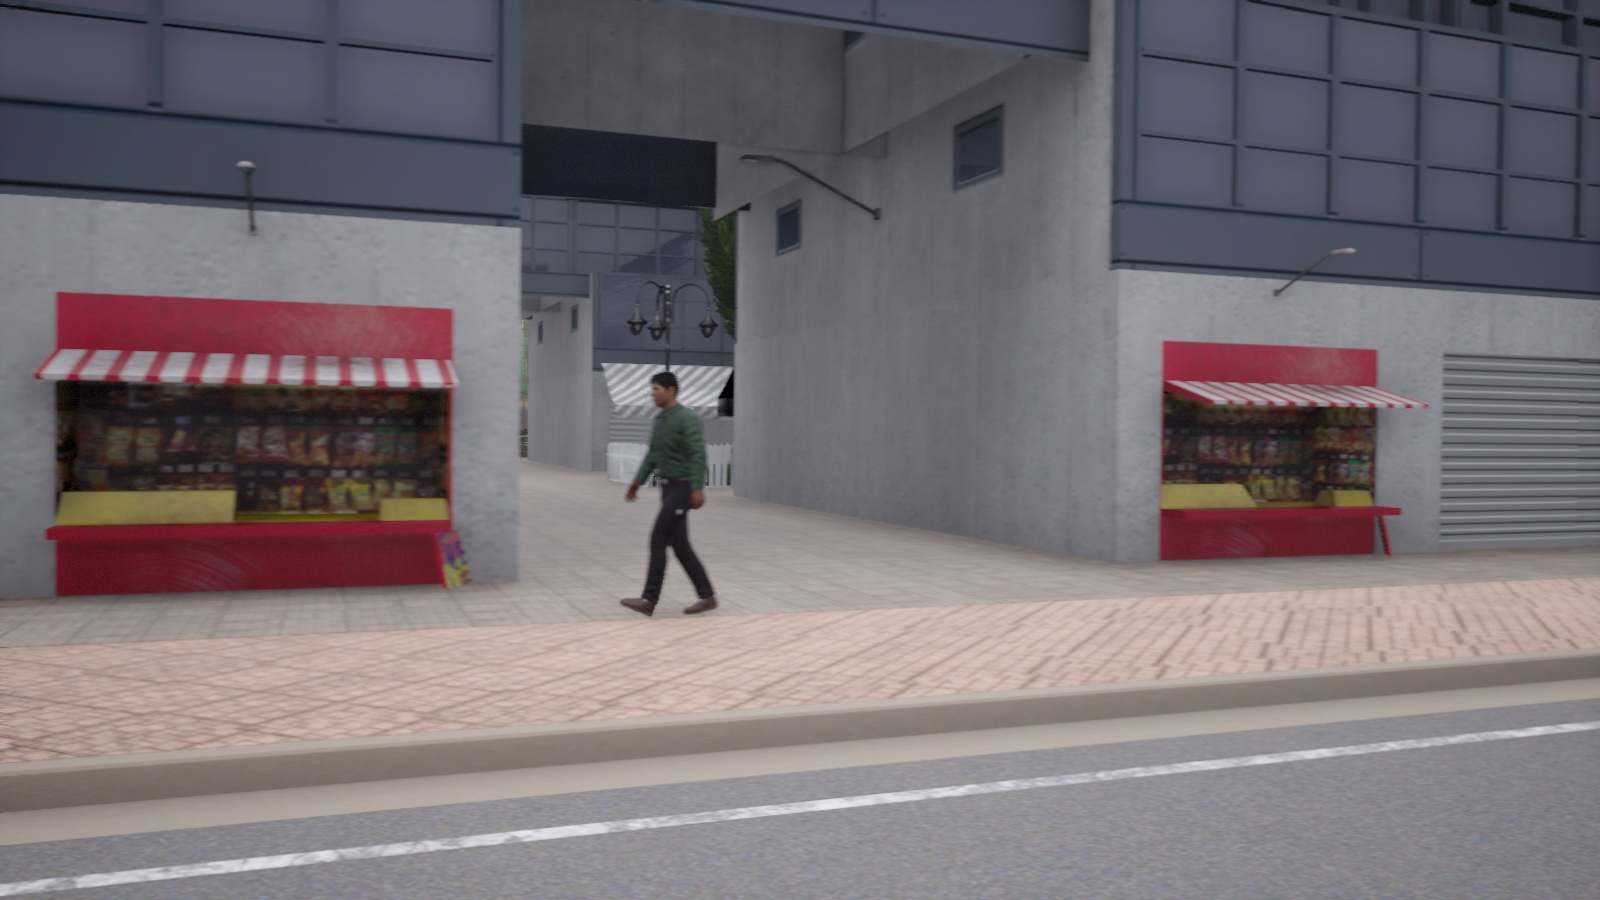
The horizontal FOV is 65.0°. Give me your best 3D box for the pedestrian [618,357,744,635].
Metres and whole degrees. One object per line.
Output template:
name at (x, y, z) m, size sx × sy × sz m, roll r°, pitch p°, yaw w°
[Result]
pedestrian at (-0.870, 0.316, 9.200) m, size 0.788 × 1.949 × 0.423 m, roll -1°, pitch 1°, yaw -30°
